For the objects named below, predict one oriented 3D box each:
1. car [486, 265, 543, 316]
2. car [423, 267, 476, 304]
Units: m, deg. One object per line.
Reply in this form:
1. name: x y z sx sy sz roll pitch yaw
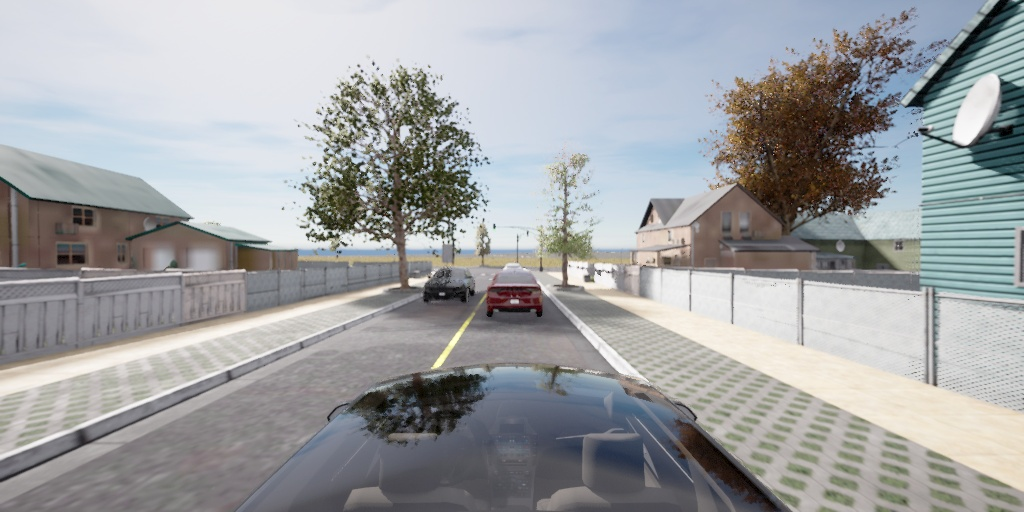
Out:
1. car: 0.092 1.276 13.670 1.882 1.535 5.008 0 0 0
2. car: -2.845 1.289 17.071 1.882 1.535 5.008 0 0 0
